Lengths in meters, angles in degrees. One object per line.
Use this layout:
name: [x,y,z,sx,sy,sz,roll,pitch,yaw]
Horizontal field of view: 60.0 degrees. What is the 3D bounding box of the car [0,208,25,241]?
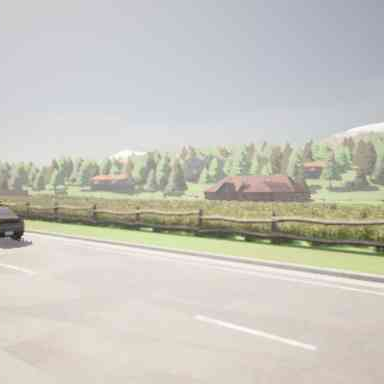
car: [-9.465,1.435,15.040,4.892,1.490,1.837,0,0,36]
